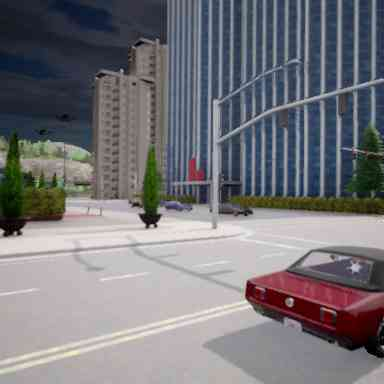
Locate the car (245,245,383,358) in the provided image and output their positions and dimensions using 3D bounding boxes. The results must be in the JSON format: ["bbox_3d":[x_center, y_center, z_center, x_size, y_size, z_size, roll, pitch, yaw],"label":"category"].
[{"bbox_3d":[3.288,1.676,6.126,4.718,1.301,1.895,1,0,-35],"label":"car"}]

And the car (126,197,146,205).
[{"bbox_3d":[-11.702,1.886,69.556,2.128,1.511,4.902,1,-1,-36],"label":"car"}]

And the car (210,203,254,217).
[{"bbox_3d":[4.103,1.839,35.577,2.033,1.411,5.357,1,-1,-36],"label":"car"}]

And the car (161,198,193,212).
[{"bbox_3d":[-1.774,1.816,43.710,1.812,1.442,4.674,1,-1,-36],"label":"car"}]

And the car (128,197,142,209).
[{"bbox_3d":[-7.757,1.642,51.981,2.097,1.767,4.553,1,-1,-36],"label":"car"}]
